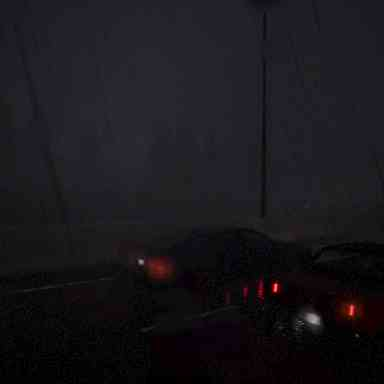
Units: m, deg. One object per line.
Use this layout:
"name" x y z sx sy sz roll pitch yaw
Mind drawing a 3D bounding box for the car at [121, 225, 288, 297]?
"car" 0.911 1.600 8.719 5.357 1.411 2.033 1 0 -36

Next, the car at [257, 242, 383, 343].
"car" 3.632 1.661 6.374 4.718 1.301 1.895 1 0 -36
